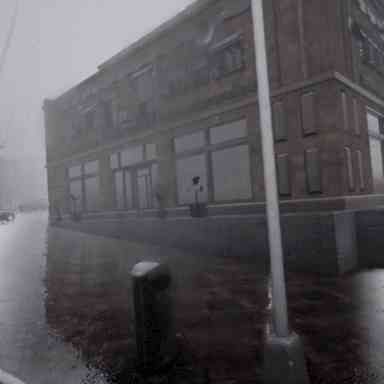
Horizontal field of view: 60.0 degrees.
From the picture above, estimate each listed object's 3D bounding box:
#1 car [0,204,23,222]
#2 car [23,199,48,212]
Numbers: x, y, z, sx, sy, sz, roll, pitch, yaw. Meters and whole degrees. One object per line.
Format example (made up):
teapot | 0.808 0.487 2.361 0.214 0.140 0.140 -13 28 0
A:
car | -16.841 1.979 27.582 2.128 1.511 4.902 -4 1 7
car | -25.753 2.215 53.881 5.566 2.045 2.150 -4 -3 34
